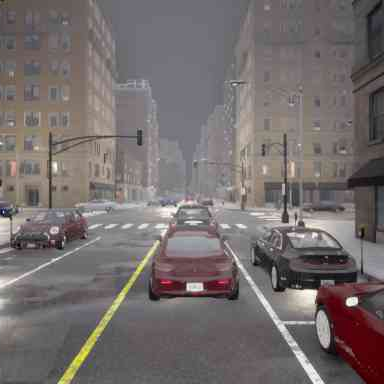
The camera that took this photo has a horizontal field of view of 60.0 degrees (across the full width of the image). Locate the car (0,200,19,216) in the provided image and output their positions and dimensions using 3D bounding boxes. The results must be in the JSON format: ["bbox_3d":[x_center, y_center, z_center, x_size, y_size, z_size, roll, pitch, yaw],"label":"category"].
[{"bbox_3d":[-17.175,1.124,26.890,5.566,2.045,2.150,0,0,0],"label":"car"}]

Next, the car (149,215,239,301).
[{"bbox_3d":[0.012,1.528,8.233,1.812,1.442,4.674,0,0,-1],"label":"car"}]

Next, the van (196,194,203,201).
[{"bbox_3d":[1.989,1.482,85.665,1.690,1.788,3.998,0,0,-1],"label":"van"}]

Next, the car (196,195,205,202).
[{"bbox_3d":[2.056,1.560,80.157,1.967,1.590,4.097,0,0,-1],"label":"car"}]

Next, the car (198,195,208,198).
[{"bbox_3d":[2.393,1.591,52.623,1.887,1.381,4.507,0,0,-1],"label":"car"}]

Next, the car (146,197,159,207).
[{"bbox_3d":[-6.131,1.596,52.522,2.008,1.369,4.403,0,0,-1],"label":"car"}]

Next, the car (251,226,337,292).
[{"bbox_3d":[2.651,1.553,8.697,2.008,1.369,4.403,0,0,0],"label":"car"}]

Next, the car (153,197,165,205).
[{"bbox_3d":[-6.267,1.614,63.538,1.887,1.381,4.507,0,0,-1],"label":"car"}]

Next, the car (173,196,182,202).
[{"bbox_3d":[-3.643,1.642,82.356,2.128,1.511,4.902,0,0,-1],"label":"car"}]

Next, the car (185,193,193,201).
[{"bbox_3d":[-0.738,1.384,90.066,2.150,2.045,5.566,0,0,-1],"label":"car"}]

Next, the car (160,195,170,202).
[{"bbox_3d":[-6.469,1.560,80.061,1.967,1.590,4.097,0,0,-1],"label":"car"}]

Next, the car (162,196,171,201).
[{"bbox_3d":[-6.537,1.722,85.568,1.802,1.307,4.206,0,0,-1],"label":"car"}]

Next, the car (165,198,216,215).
[{"bbox_3d":[0.055,1.358,15.537,2.097,1.767,4.553,0,0,0],"label":"car"}]

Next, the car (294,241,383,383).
[{"bbox_3d":[2.667,1.545,3.206,1.887,1.381,4.507,0,0,0],"label":"car"}]

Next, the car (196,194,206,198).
[{"bbox_3d":[2.256,1.596,63.807,1.752,1.417,4.829,0,0,-1],"label":"car"}]

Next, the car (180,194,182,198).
[{"bbox_3d":[-3.485,1.646,68.151,1.994,1.385,4.181,0,0,0],"label":"car"}]

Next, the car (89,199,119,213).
[{"bbox_3d":[-10.568,1.540,37.007,4.674,1.442,1.812,0,0,-11],"label":"car"}]

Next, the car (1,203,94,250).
[{"bbox_3d":[-5.890,1.445,14.161,1.967,1.590,4.097,0,0,0],"label":"car"}]

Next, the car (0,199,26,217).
[{"bbox_3d":[-18.053,1.416,30.130,4.902,1.511,2.128,0,0,-1],"label":"car"}]

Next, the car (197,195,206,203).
[{"bbox_3d":[2.123,1.542,74.651,1.967,1.590,4.097,0,0,-1],"label":"car"}]

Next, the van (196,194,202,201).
[{"bbox_3d":[1.921,1.505,91.171,1.690,1.788,3.998,0,0,-1],"label":"van"}]

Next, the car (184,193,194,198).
[{"bbox_3d":[-0.606,1.343,79.348,2.150,2.045,5.566,0,0,-1],"label":"car"}]

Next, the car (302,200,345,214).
[{"bbox_3d":[14.607,1.648,37.120,4.674,1.442,1.812,0,0,1],"label":"car"}]

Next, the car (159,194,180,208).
[{"bbox_3d":[-3.345,1.262,49.955,2.150,2.045,5.566,0,0,-1],"label":"car"}]

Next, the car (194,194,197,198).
[{"bbox_3d":[2.192,1.400,69.144,2.192,1.841,5.009,0,0,-1],"label":"car"}]

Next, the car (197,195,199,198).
[{"bbox_3d":[2.326,1.623,58.130,1.947,1.339,4.313,0,0,-1],"label":"car"}]
